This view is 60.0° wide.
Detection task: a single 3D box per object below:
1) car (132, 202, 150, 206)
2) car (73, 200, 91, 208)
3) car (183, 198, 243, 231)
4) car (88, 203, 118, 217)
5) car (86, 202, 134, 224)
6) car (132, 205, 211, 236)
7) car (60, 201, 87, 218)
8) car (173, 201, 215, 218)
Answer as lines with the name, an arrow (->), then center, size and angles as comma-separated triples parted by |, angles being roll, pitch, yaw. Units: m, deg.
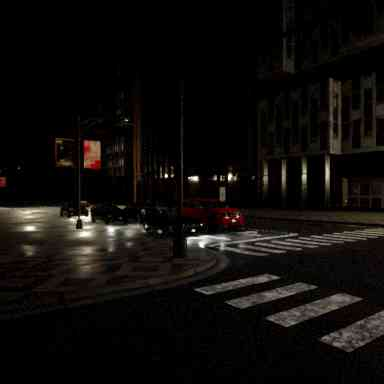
car -> -4.635, 1.716, 30.653 | 2.097, 1.767, 4.553 | 0, -1, -36
car -> -22.027, 2.406, 66.420 | 2.033, 1.411, 5.357 | 0, -1, -36
car -> 1.023, 1.455, 22.790 | 2.150, 2.045, 5.566 | 0, -1, -34
car -> -10.421, 2.024, 38.736 | 1.812, 1.442, 4.674 | 0, -1, -35
car -> -7.154, 1.855, 28.581 | 1.882, 1.535, 5.008 | 0, -1, -36
car -> -1.461, 1.793, 20.632 | 2.033, 1.411, 5.357 | 0, -1, -36
car -> -13.067, 1.867, 36.851 | 2.097, 1.767, 4.553 | 0, -1, -36
car -> 0.133, 1.824, 35.491 | 1.882, 1.535, 5.008 | 0, 0, -36
